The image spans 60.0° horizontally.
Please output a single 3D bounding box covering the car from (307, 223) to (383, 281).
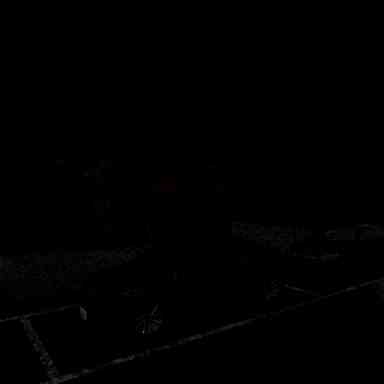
[{"bbox_3d":[4.526,1.582,9.752,4.206,1.307,1.802,0,0,-35],"label":"car"}]

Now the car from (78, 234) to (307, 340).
[{"bbox_3d":[0.043,1.566,6.563,4.313,1.339,1.947,0,0,-35],"label":"car"}]
